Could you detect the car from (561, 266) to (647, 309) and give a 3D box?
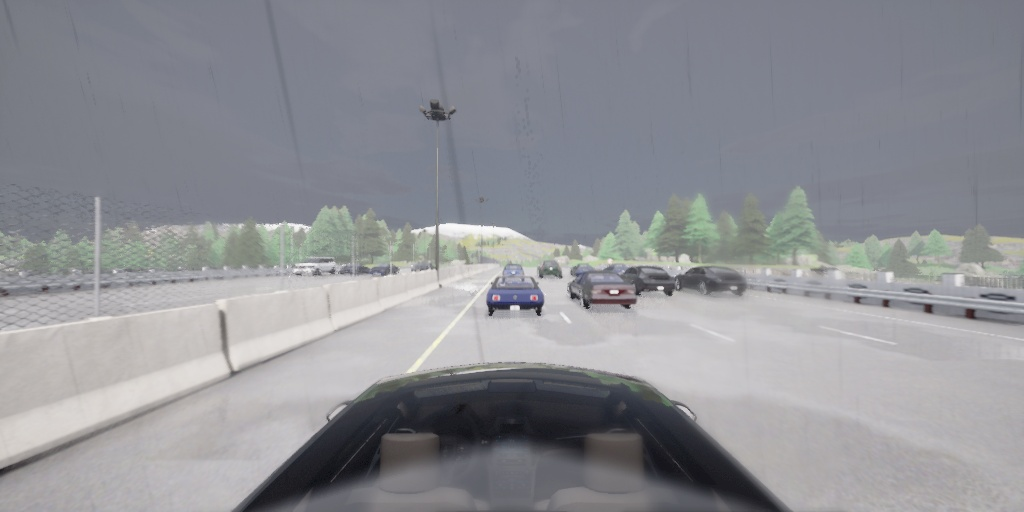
[{"bbox_3d":[3.602,1.324,15.163,2.033,1.411,5.357,0,0,0],"label":"car"}]

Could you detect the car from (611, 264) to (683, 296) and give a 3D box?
[{"bbox_3d":[7.103,1.291,19.548,1.837,1.490,4.892,0,0,0],"label":"car"}]

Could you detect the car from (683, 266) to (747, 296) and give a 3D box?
[{"bbox_3d":[10.602,1.291,19.563,1.837,1.490,4.892,0,0,0],"label":"car"}]

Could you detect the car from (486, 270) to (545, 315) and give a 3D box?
[{"bbox_3d":[0.102,1.375,13.673,1.895,1.301,4.718,0,0,0],"label":"car"}]

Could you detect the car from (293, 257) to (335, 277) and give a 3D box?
[{"bbox_3d":[-21.090,1.124,38.752,2.150,2.045,5.566,0,-1,0],"label":"car"}]

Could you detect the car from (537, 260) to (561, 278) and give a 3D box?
[{"bbox_3d":[3.603,1.217,35.202,2.097,1.767,4.553,0,0,0],"label":"car"}]

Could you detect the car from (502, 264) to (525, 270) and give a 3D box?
[{"bbox_3d":[0.103,1.372,30.118,2.033,1.411,5.357,0,0,0],"label":"car"}]

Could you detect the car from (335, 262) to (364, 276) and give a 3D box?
[{"bbox_3d":[-17.586,1.485,40.199,1.994,1.385,4.181,0,-1,0],"label":"car"}]

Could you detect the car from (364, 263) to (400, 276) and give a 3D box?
[{"bbox_3d":[-14.093,1.464,39.841,2.033,1.411,5.357,0,-1,0],"label":"car"}]

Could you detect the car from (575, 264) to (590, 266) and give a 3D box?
[{"bbox_3d":[7.103,1.438,36.135,1.994,1.385,4.181,0,-1,0],"label":"car"}]

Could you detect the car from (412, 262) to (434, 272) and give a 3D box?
[{"bbox_3d":[-10.584,1.463,43.010,1.837,1.490,4.892,0,-1,0],"label":"car"}]
